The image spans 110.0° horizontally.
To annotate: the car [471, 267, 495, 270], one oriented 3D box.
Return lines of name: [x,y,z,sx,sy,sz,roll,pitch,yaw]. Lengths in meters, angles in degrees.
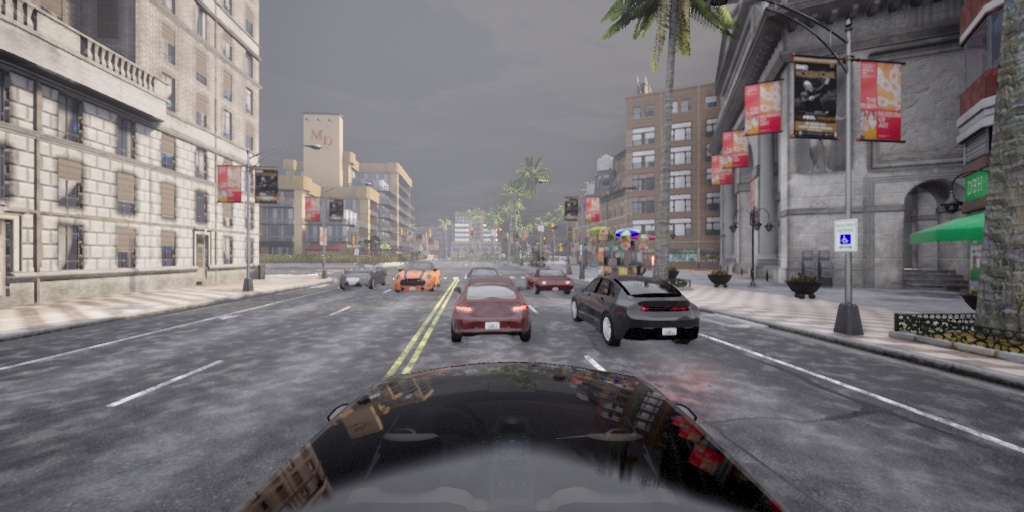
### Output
car: [-1.526,1.290,19.113,2.033,1.411,5.357,0,0,-6]

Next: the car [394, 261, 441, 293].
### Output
car: [-5.355,1.093,20.724,2.097,1.767,4.553,0,0,-6]

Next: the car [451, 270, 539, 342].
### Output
car: [-0.603,1.272,9.688,1.812,1.442,4.674,0,0,-5]

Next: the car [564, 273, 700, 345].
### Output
car: [2.915,1.251,9.497,1.837,1.490,4.892,0,0,-5]

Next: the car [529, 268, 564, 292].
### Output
car: [1.900,1.343,19.872,1.895,1.301,4.718,0,0,-6]

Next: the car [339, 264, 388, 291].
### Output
car: [-9.010,1.234,22.100,2.128,1.511,4.902,0,0,-6]
